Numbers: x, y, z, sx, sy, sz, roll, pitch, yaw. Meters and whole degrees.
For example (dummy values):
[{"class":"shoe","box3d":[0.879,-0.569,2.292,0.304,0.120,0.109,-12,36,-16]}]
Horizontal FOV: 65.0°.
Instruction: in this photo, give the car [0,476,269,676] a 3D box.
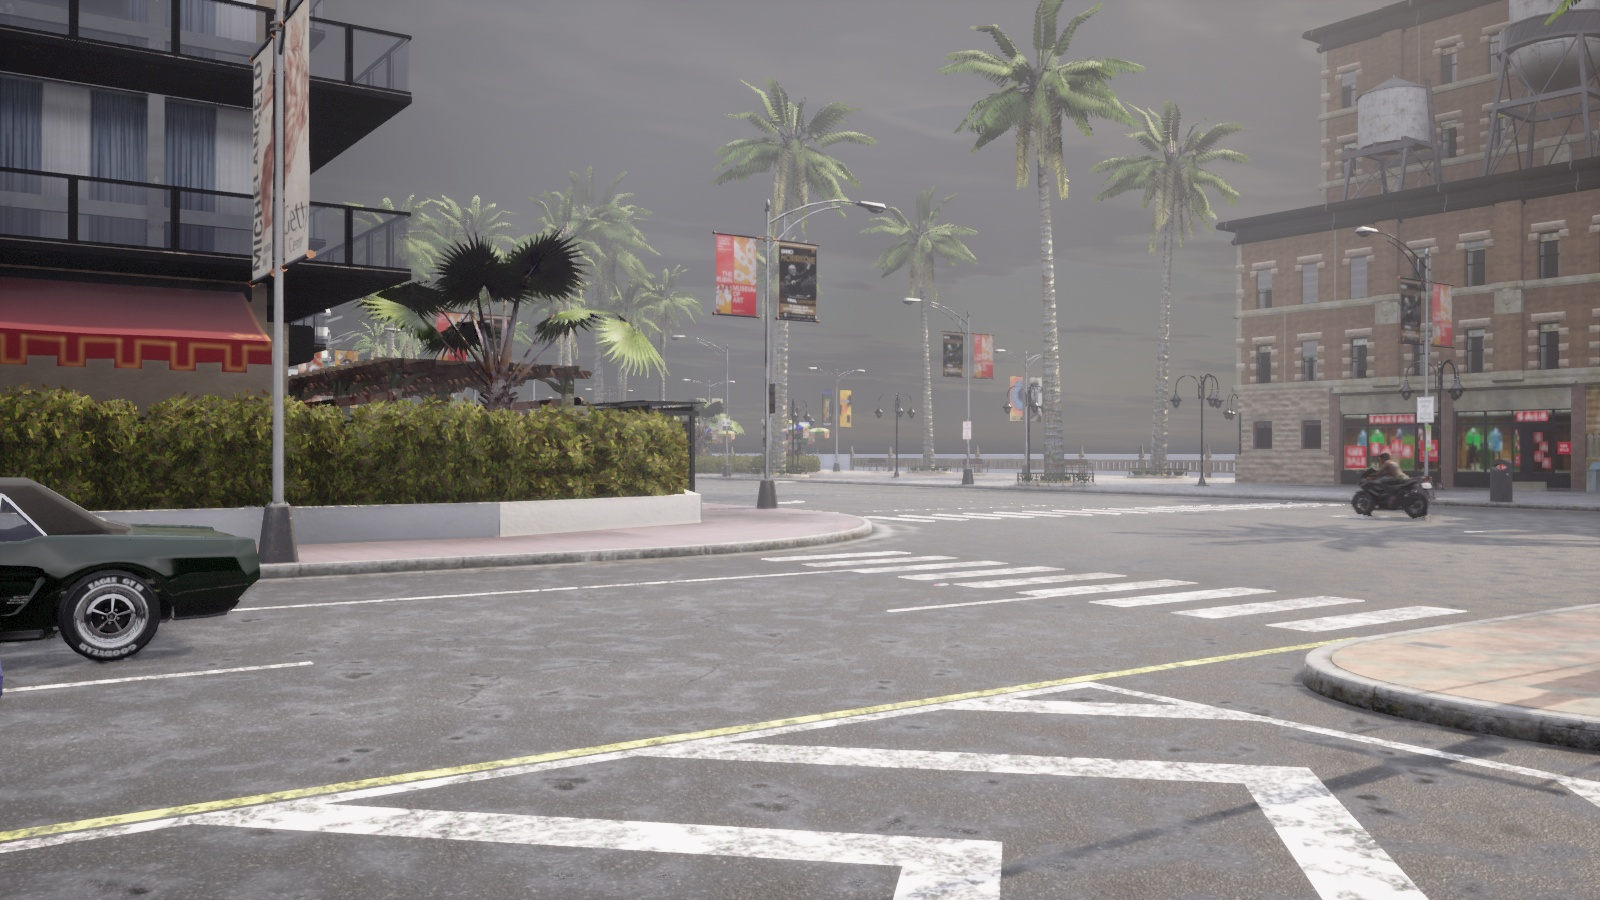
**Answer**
[{"class":"car","box3d":[-6.481,0.881,8.894,4.718,1.301,1.895,0,0,-35]}]

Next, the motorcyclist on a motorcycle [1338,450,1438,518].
[{"class":"motorcyclist on a motorcycle","box3d":[13.778,0.770,29.492,0.797,1.523,2.044,-1,0,-29]}]

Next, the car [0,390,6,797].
[{"class":"car","box3d":[-5.925,0.628,5.020,4.553,1.767,2.097,0,0,-35]}]
